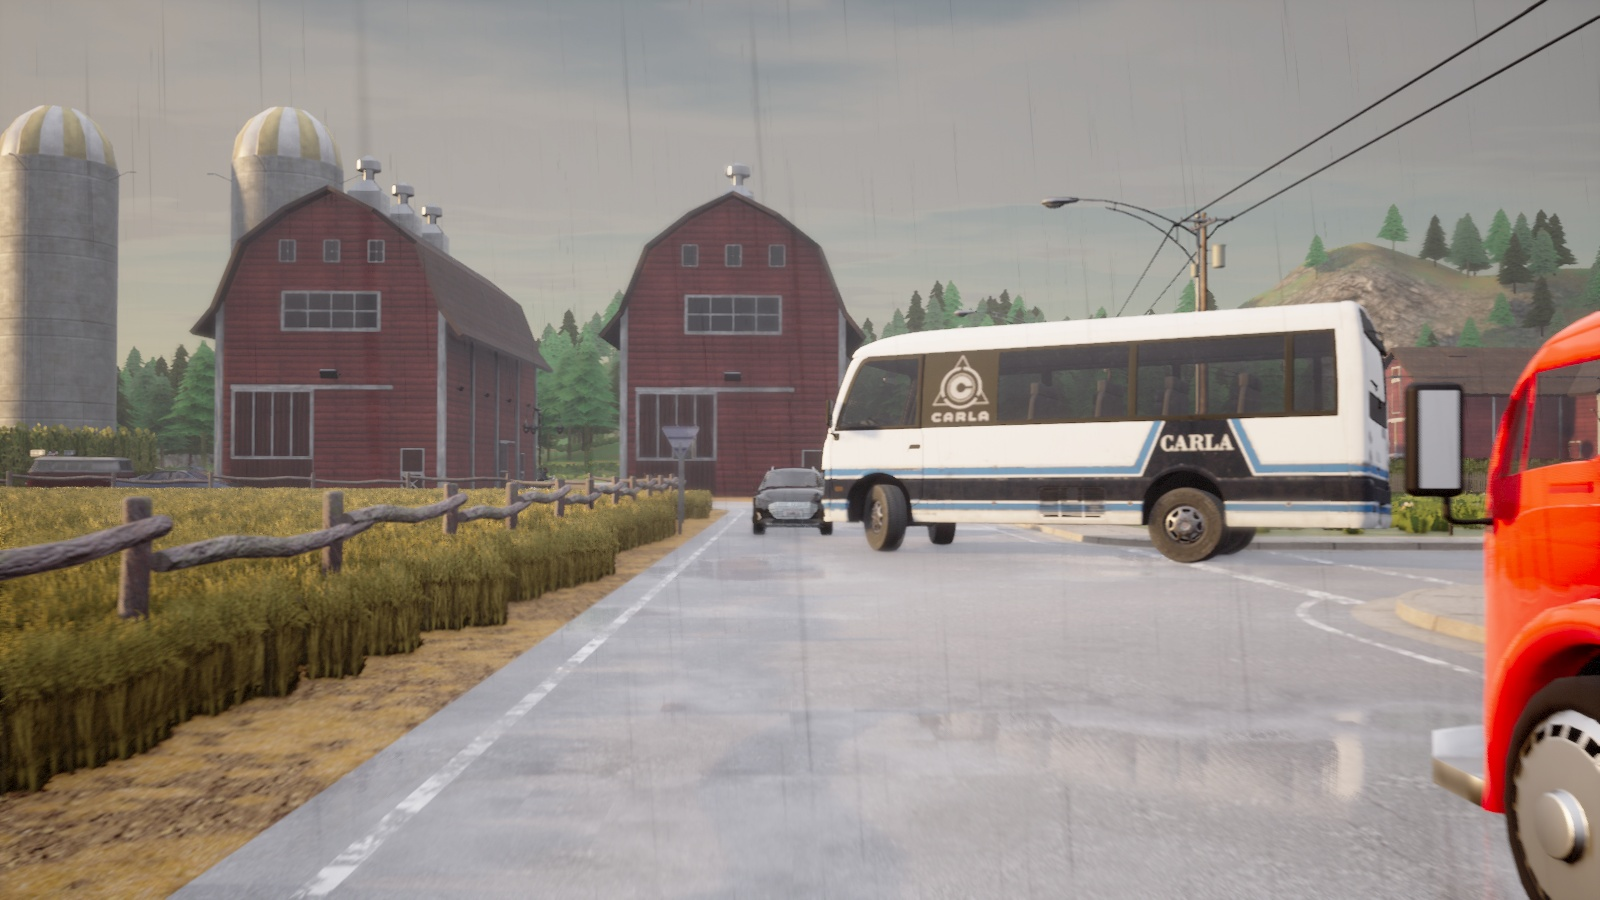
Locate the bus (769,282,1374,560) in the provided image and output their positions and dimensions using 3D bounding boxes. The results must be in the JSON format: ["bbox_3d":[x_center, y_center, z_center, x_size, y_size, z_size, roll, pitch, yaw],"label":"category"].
[{"bbox_3d":[4.849,-0.236,23.496,10.273,4.253,3.944,-2,-4,30],"label":"bus"}]

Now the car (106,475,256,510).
[{"bbox_3d":[-26.338,1.784,53.560,5.357,1.411,2.033,0,-1,-3],"label":"car"}]

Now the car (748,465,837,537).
[{"bbox_3d":[-0.197,1.211,31.322,2.033,1.649,4.856,0,-1,0],"label":"car"}]

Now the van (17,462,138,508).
[{"bbox_3d":[-32.563,1.565,56.690,4.442,1.987,1.775,0,-1,-2],"label":"van"}]

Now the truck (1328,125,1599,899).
[{"bbox_3d":[3.451,0.346,2.508,2.627,2.467,5.204,0,-1,1],"label":"truck"}]
